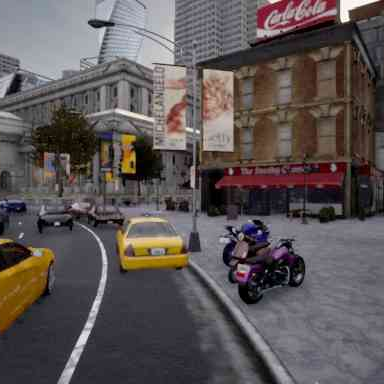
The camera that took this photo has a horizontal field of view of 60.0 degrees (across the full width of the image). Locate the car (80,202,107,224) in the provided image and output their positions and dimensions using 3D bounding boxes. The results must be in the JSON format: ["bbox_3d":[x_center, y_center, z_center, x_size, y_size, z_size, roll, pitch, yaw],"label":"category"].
[{"bbox_3d":[-9.033,1.513,27.542,2.002,1.452,4.674,0,0,-35],"label":"car"}]

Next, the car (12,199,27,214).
[{"bbox_3d":[-18.866,1.460,34.516,5.008,1.535,1.882,1,0,45],"label":"car"}]

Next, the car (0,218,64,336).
[{"bbox_3d":[-3.713,1.475,5.445,1.882,1.535,5.008,0,0,-9],"label":"car"}]

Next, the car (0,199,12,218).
[{"bbox_3d":[-11.607,1.341,18.753,2.097,1.767,4.553,0,0,-26],"label":"car"}]

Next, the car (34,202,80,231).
[{"bbox_3d":[-8.377,1.485,20.128,2.128,1.511,4.902,0,0,-26],"label":"car"}]

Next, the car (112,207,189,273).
[{"bbox_3d":[-1.493,1.456,10.762,1.801,1.575,5.366,0,0,-15],"label":"car"}]
